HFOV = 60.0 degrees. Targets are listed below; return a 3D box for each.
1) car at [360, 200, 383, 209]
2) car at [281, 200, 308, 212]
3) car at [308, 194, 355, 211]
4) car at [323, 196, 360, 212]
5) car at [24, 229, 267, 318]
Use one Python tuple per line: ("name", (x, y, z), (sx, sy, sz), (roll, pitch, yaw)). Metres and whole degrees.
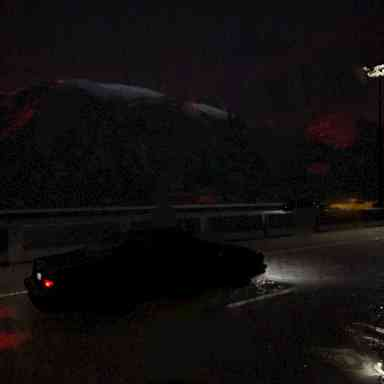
("car", (18.215, 1.570, 31.014), (4.181, 1.385, 1.994), (0, 0, -26))
("car", (12.861, 1.613, 40.080), (4.181, 1.385, 1.994), (0, 0, -26))
("car", (16.427, 1.255, 37.933), (5.566, 2.045, 2.150), (0, 0, -25))
("car", (16.200, 1.498, 33.929), (5.008, 1.535, 1.882), (0, 0, -26))
("car", (-0.729, 1.570, 7.485), (5.357, 1.411, 2.033), (0, 0, -36))
